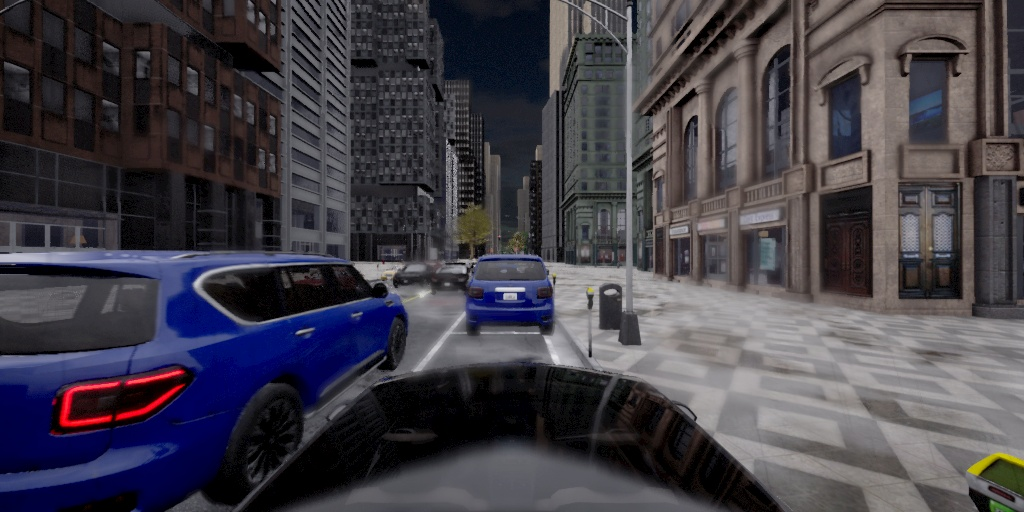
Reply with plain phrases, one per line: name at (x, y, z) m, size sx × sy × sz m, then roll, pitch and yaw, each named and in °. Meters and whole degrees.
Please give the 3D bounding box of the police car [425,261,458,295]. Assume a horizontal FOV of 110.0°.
police car at (-3.143, 1.176, 20.048) m, size 1.930 × 1.638 × 5.238 m, roll 0°, pitch 0°, yaw 0°

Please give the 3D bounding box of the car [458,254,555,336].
car at (-0.039, 0.979, 10.530) m, size 2.150 × 2.045 × 5.566 m, roll 0°, pitch 0°, yaw 0°

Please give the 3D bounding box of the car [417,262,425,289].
car at (-6.233, 1.229, 23.527) m, size 1.882 × 1.535 × 5.008 m, roll 0°, pitch 0°, yaw 0°

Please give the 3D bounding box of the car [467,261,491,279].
car at (-3.051, 1.278, 33.822) m, size 1.812 × 1.442 × 4.674 m, roll 0°, pitch 0°, yaw 0°

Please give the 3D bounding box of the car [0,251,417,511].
car at (-3.048, 0.973, 4.526) m, size 2.150 × 2.045 × 5.566 m, roll 0°, pitch 0°, yaw 0°
